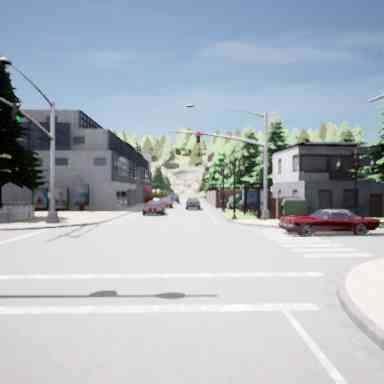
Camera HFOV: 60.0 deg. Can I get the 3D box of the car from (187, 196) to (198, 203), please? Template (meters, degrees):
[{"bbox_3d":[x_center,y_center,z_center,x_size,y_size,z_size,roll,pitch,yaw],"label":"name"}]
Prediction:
[{"bbox_3d":[0.126,1.485,64.914,1.895,1.301,4.718,0,0,1],"label":"car"}]

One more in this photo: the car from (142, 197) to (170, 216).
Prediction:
[{"bbox_3d":[-3.558,1.507,31.952,1.994,1.385,4.181,0,0,0],"label":"car"}]

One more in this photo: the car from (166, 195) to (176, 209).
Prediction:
[{"bbox_3d":[-3.535,1.446,44.585,1.812,1.442,4.674,0,0,0],"label":"car"}]

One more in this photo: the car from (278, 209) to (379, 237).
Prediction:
[{"bbox_3d":[6.941,1.551,17.208,4.718,1.301,1.895,0,0,-7],"label":"car"}]

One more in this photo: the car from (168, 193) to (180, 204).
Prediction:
[{"bbox_3d":[-3.454,1.113,61.671,2.150,2.045,5.566,0,0,1],"label":"car"}]

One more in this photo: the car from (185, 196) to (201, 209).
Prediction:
[{"bbox_3d":[0.151,1.471,42.841,2.033,1.411,5.357,0,0,0],"label":"car"}]
